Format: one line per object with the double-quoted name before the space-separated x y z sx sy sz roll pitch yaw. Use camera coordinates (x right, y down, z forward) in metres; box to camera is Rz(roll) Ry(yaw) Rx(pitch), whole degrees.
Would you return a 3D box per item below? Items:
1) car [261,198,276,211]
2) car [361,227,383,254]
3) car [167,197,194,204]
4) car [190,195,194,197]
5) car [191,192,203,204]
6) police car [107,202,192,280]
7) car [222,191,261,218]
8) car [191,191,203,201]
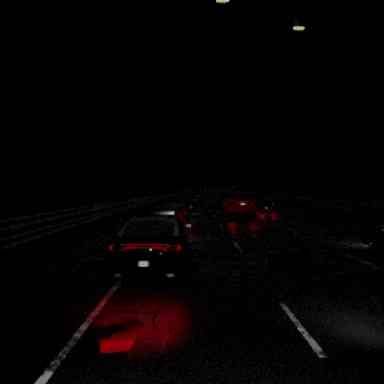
"car" 7.292 1.233 34.484 1.895 1.301 4.718 0 1 1
"car" 7.103 1.441 9.688 2.033 1.411 5.357 0 1 0
"car" -1.018 1.265 19.654 1.882 1.535 5.008 0 1 0
"car" -0.962 1.248 25.653 1.812 1.442 4.674 0 1 1
"car" 0.600 1.046 48.099 1.994 1.385 4.181 0 1 3
"police car" -1.048 1.319 9.765 1.930 1.638 5.238 0 1 0
"car" 3.675 0.936 26.421 2.150 2.045 5.566 0 1 1
"car" 0.949 0.711 59.592 2.097 1.767 4.553 0 1 2
